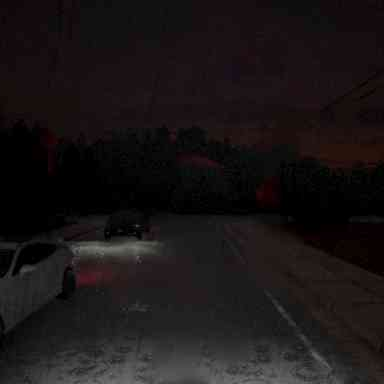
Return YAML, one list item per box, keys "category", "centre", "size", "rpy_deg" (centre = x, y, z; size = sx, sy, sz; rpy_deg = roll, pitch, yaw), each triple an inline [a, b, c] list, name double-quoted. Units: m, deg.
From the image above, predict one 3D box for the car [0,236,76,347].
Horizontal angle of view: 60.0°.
- category: "car"
  centre: [-3.587, 1.587, 6.002]
  size: [1.812, 1.442, 4.674]
  rpy_deg: [0, -1, 0]

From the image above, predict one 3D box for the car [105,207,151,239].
- category: "car"
  centre: [-3.500, 1.665, 18.756]
  size: [1.882, 1.535, 5.008]
  rpy_deg: [0, -1, 0]
